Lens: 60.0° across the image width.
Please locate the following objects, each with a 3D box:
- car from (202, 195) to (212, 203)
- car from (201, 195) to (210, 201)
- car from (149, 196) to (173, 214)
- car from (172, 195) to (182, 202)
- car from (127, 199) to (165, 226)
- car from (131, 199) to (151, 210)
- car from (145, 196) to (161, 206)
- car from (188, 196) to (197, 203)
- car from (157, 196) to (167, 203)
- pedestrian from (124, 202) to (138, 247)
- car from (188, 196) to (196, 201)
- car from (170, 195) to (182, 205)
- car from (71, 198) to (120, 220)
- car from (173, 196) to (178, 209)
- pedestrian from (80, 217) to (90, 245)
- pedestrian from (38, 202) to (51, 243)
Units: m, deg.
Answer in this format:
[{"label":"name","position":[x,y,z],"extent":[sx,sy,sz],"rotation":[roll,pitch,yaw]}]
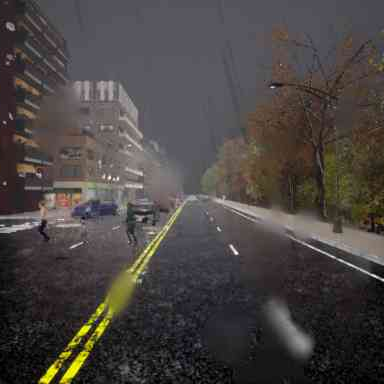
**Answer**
[{"label":"car","position":[3.264,1.605,70.241],"extent":[1.895,1.301,4.718],"rotation":[0,0,0]},{"label":"car","position":[3.266,1.474,80.211],"extent":[2.033,1.411,5.357],"rotation":[0,0,0]},{"label":"car","position":[-3.343,1.486,35.534],"extent":[1.882,1.535,5.008],"rotation":[0,0,0]},{"label":"car","position":[-3.236,1.502,72.966],"extent":[1.812,1.442,4.674],"rotation":[0,0,0]},{"label":"car","position":[-3.354,1.536,23.720],"extent":[2.128,1.511,4.902],"rotation":[0,0,0]},{"label":"car","position":[-6.582,1.606,43.456],"extent":[1.895,1.301,4.718],"rotation":[0,0,0]},{"label":"car","position":[-6.572,1.502,56.874],"extent":[2.128,1.511,4.902],"rotation":[0,0,0]},{"label":"car","position":[0.014,1.605,70.241],"extent":[1.895,1.301,4.718],"rotation":[0,0,0]},{"label":"car","position":[-6.486,1.584,72.540],"extent":[1.895,1.301,4.718],"rotation":[0,0,0]},{"label":"pedestrian","position":[-2.477,1.294,13.468],"extent":[0.375,1.860,0.375],"rotation":[0,0,0]},{"label":"car","position":[0.016,1.529,80.241],"extent":[1.895,1.301,4.718],"rotation":[0,0,0]},{"label":"car","position":[-3.318,1.363,58.008],"extent":[2.097,1.767,4.553],"rotation":[0,0,0]},{"label":"car","position":[-8.469,1.426,29.430],"extent":[2.097,1.767,4.553],"rotation":[-1,1,25]},{"label":"car","position":[-3.340,1.607,45.735],"extent":[1.895,1.301,4.718],"rotation":[0,0,0]},{"label":"pedestrian","position":[-4.495,1.574,14.068],"extent":[0.375,1.300,0.375],"rotation":[0,0,0]},{"label":"pedestrian","position":[-6.564,1.297,14.667],"extent":[0.375,1.860,0.375],"rotation":[0,0,0]}]
